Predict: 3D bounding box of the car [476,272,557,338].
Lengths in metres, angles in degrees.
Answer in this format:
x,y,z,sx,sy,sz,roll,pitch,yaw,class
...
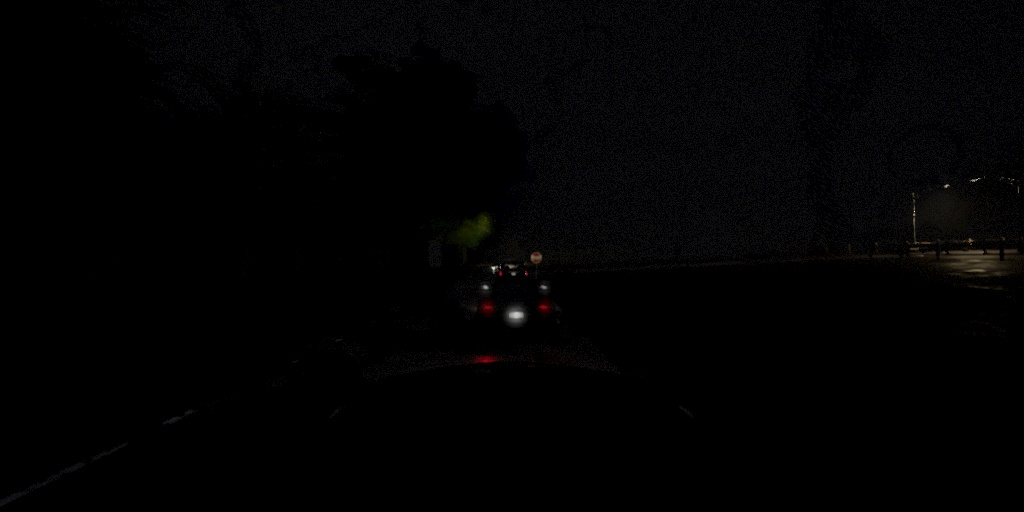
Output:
x,y,z,sx,sy,sz,roll,pitch,yaw,class
0.098,1.320,10.149,1.994,1.385,4.181,0,0,0,car

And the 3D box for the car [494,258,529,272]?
x,y,z,sx,sy,sz,roll,pitch,yaw,class
0.073,1.131,24.214,2.097,1.767,4.553,0,0,-1,car

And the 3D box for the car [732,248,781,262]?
x,y,z,sx,sy,sz,roll,pitch,yaw,class
27.844,-0.155,40.925,4.902,1.511,2.128,-3,1,1,car

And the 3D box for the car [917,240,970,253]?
x,y,z,sx,sy,sz,roll,pitch,yaw,class
48.904,-1.110,40.634,4.674,1.442,1.812,-2,1,1,car
